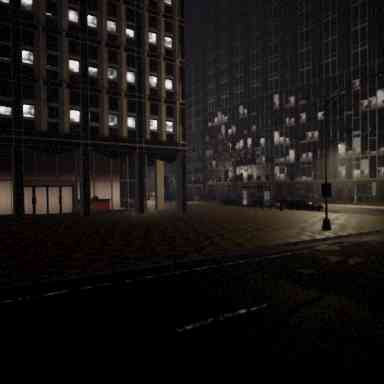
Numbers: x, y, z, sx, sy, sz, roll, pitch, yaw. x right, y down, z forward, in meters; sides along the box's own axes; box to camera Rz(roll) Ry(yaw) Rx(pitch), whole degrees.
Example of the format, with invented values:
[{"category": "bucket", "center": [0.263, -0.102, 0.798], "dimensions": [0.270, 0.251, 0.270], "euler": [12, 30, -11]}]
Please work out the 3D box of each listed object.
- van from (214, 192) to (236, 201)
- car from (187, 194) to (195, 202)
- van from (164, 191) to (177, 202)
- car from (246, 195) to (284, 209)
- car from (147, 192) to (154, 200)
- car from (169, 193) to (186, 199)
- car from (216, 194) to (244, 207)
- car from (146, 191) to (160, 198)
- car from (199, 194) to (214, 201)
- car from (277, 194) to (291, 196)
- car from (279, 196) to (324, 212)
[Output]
[{"category": "van", "center": [6.300, 0.850, 59.797], "dimensions": [1.690, 1.788, 3.998], "euler": [-1, 1, -34]}, {"category": "car", "center": [-1.287, 1.119, 60.721], "dimensions": [1.994, 1.385, 4.181], "euler": [-1, 1, -34]}, {"category": "van", "center": [-3.825, 0.933, 59.740], "dimensions": [1.690, 1.788, 3.998], "euler": [-1, 1, -34]}, {"category": "car", "center": [8.951, 1.383, 40.941], "dimensions": [1.802, 1.307, 4.206], "euler": [-1, 1, -34]}, {"category": "car", "center": [-10.260, 1.035, 69.113], "dimensions": [2.008, 1.369, 4.403], "euler": [0, 1, -34]}, {"category": "car", "center": [-3.352, 0.930, 73.856], "dimensions": [1.802, 1.307, 4.206], "euler": [-1, 1, -34]}, {"category": "car", "center": [5.782, 1.315, 45.658], "dimensions": [1.947, 1.339, 4.313], "euler": [-1, 1, -34]}, {"category": "car", "center": [-9.787, 0.680, 83.224], "dimensions": [1.967, 1.590, 4.097], "euler": [-1, 1, -34]}, {"category": "car", "center": [3.083, 1.038, 64.485], "dimensions": [1.802, 1.307, 4.206], "euler": [-1, 1, -34]}, {"category": "car", "center": [11.783, 1.119, 41.576], "dimensions": [2.097, 1.767, 4.553], "euler": [-1, 1, -34]}, {"category": "car", "center": [12.155, 1.419, 36.243], "dimensions": [1.947, 1.339, 4.313], "euler": [-1, 1, -34]}]
